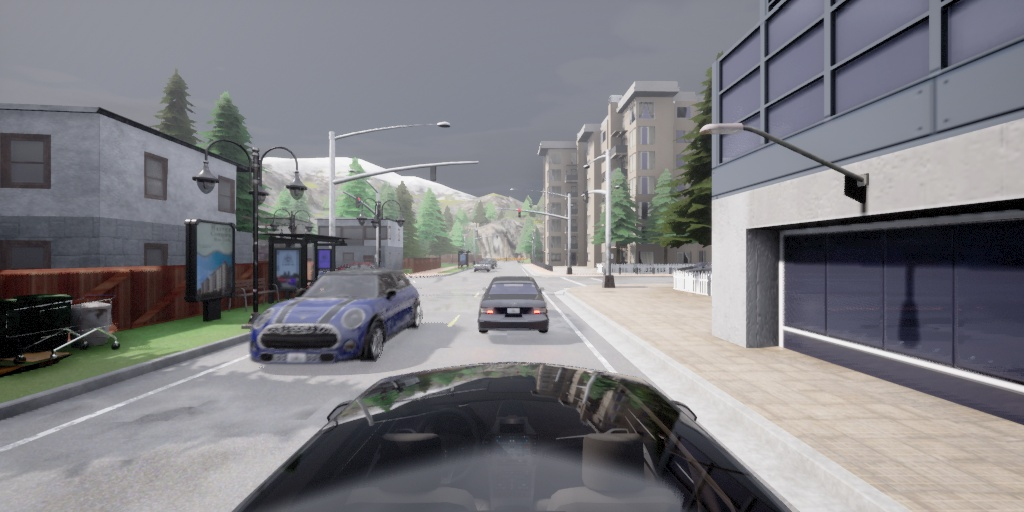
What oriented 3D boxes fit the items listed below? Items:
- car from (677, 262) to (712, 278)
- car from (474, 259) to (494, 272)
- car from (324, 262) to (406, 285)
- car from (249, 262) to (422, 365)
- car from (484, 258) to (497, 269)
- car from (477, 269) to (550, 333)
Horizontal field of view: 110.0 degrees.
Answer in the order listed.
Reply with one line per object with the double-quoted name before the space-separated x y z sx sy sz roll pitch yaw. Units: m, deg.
"car" 16.601 1.257 30.700 4.902 1.511 2.128 0 0 -2
"car" -3.731 1.351 45.410 1.895 1.301 4.718 0 0 0
"car" -10.215 1.209 25.266 5.008 1.535 1.882 0 0 -1
"car" -3.589 1.102 8.218 2.097 1.767 4.553 0 0 0
"car" -3.753 1.102 55.264 2.097 1.767 4.553 0 0 0
"car" 0.041 1.297 10.701 2.033 1.411 5.357 0 0 0
